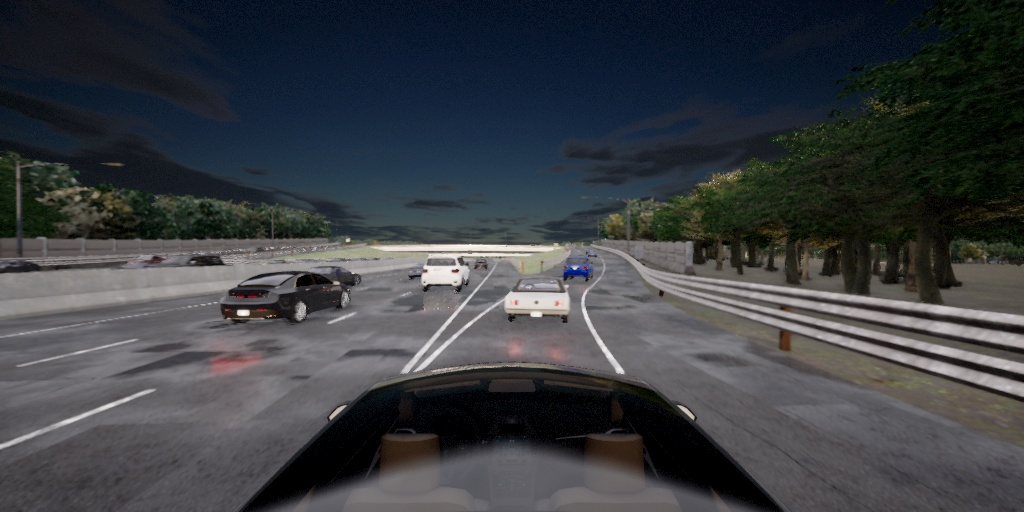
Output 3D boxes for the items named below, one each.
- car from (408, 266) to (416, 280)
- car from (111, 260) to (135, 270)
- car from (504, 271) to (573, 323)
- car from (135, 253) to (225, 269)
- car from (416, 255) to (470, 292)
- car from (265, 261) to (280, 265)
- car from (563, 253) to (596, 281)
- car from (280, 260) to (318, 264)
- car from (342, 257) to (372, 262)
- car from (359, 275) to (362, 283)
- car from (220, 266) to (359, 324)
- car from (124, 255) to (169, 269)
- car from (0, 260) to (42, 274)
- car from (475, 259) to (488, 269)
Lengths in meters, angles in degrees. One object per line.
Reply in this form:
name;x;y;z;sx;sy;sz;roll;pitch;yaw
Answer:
car;-7.430;1.295;30.738;2.033;1.411;5.357;0;0;-1
car;-28.569;1.227;27.769;2.033;1.411;5.357;1;-1;-1
car;1.003;1.360;12.304;1.895;1.301;4.718;0;0;8
car;-25.074;0.924;27.786;2.150;2.045;5.566;0;0;-1
car;-3.854;0.976;21.574;2.150;2.045;5.566;0;0;-1
car;-28.902;1.245;44.278;1.994;1.385;4.181;0;0;-1
car;5.857;1.059;31.481;2.150;2.045;5.566;0;1;17
car;-25.392;1.185;43.702;2.128;1.511;4.902;0;0;-1
car;-25.721;1.091;59.572;2.128;1.511;4.902;0;0;-1
car;-10.756;1.282;21.161;2.033;1.411;5.357;0;0;-1
car;-7.091;1.243;11.833;1.837;1.490;4.892;0;0;-1
car;-43.471;0.669;42.809;1.812;1.442;4.674;0;2;-18
car;-37.419;1.030;26.225;2.128;1.511;4.902;0;1;-21
car;-4.531;1.200;53.432;1.837;1.490;4.892;0;0;-1
